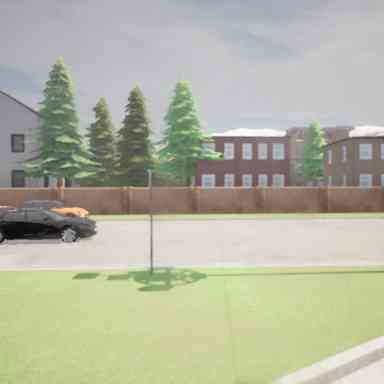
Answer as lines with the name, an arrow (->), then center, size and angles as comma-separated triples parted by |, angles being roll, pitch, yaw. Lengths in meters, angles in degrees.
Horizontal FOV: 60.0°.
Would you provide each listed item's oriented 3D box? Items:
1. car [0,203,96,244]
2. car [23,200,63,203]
car -> -6.921, 1.465, 15.107 | 5.008, 1.535, 1.882 | -1, 0, -3
car -> -9.181, 1.329, 22.008 | 4.553, 1.767, 2.097 | 0, 0, -3
